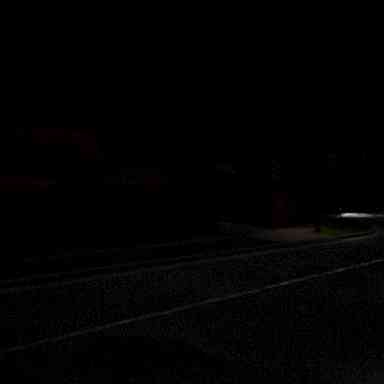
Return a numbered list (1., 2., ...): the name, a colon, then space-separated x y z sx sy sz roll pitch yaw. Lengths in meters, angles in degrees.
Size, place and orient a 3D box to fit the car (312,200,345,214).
1. car: 13.538 1.483 34.521 1.994 1.385 4.181 0 0 -35
